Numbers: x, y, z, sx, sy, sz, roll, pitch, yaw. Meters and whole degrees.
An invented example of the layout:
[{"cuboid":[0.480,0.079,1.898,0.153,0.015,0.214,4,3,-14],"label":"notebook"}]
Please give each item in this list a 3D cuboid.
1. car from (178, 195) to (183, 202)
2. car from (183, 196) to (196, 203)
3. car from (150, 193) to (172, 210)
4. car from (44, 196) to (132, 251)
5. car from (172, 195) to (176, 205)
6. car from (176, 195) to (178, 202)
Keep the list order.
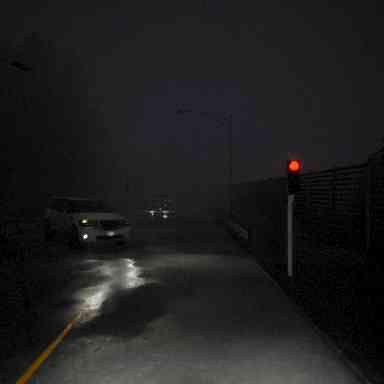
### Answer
[{"cuboid":[-3.905,1.498,77.012,4.892,1.490,1.837,0,0,40],"label":"car"},{"cuboid":[-0.214,1.524,67.088,1.812,1.442,4.674,0,0,-3],"label":"car"},{"cuboid":[-4.209,1.220,43.912,2.150,2.045,5.566,0,0,0],"label":"car"},{"cuboid":[-4.796,1.221,14.719,2.150,2.045,5.566,2,-1,-40],"label":"car"},{"cuboid":[-4.221,1.350,53.763,2.097,1.767,4.553,0,0,0],"label":"car"},{"cuboid":[-4.193,1.524,63.957,1.812,1.442,4.674,0,0,0],"label":"car"}]
